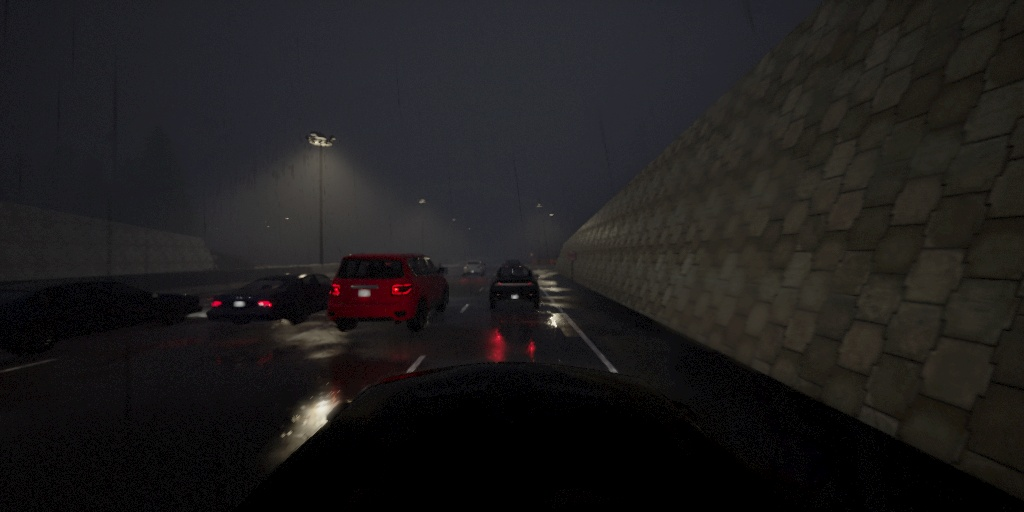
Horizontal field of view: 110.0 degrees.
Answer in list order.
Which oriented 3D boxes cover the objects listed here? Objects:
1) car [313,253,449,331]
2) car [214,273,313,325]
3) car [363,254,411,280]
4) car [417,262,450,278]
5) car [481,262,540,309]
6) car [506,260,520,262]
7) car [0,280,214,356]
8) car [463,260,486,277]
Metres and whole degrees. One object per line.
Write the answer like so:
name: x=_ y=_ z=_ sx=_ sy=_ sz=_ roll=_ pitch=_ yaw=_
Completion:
car: x=-3.406 y=0.928 z=10.949 sx=2.150 sy=2.045 sz=5.566 roll=0 pitch=1 yaw=0
car: x=-6.906 y=1.252 z=11.600 sx=2.033 sy=1.411 sz=5.357 roll=0 pitch=0 yaw=0
car: x=-10.422 y=0.829 z=30.526 sx=2.150 sy=2.045 sz=5.566 roll=0 pitch=0 yaw=0
car: x=-6.924 y=1.197 z=32.105 sx=1.895 sy=1.301 sz=4.718 roll=0 pitch=0 yaw=0
car: x=0.091 y=1.174 z=14.633 sx=2.128 sy=1.511 sz=4.902 roll=0 pitch=0 yaw=0
car: x=0.103 y=1.087 z=33.469 sx=1.837 sy=1.490 sz=4.892 roll=0 pitch=0 yaw=1
car: x=-10.397 y=1.272 z=8.506 sx=2.033 sy=1.411 sz=5.357 roll=0 pitch=0 yaw=0
car: x=-3.432 y=1.112 z=33.364 sx=1.812 sy=1.442 sz=4.674 roll=0 pitch=0 yaw=0
